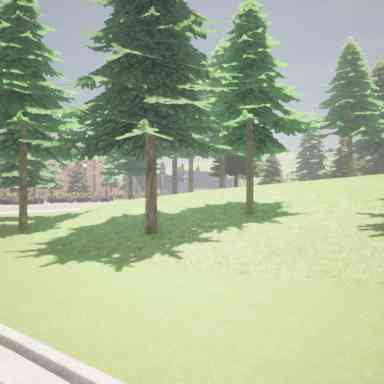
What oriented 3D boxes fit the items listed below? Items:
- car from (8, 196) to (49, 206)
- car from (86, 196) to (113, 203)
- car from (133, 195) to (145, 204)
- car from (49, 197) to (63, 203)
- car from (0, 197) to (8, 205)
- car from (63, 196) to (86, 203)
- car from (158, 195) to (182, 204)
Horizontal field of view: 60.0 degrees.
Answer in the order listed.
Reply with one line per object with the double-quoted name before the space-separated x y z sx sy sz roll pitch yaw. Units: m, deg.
"car" -26.936 1.473 54.795 2.128 1.511 4.902 0 0 35
"car" -18.218 1.490 67.035 1.837 1.490 4.892 0 0 35
"car" -9.580 1.338 65.407 2.097 1.767 4.553 0 0 35
"car" -26.629 1.577 67.241 1.895 1.301 4.718 0 0 35
"car" -29.832 1.584 56.738 1.895 1.301 4.718 0 0 35
"car" -22.638 1.461 66.831 1.882 1.535 5.008 0 0 35
"car" -4.731 1.339 66.138 2.097 1.767 4.553 0 0 36
